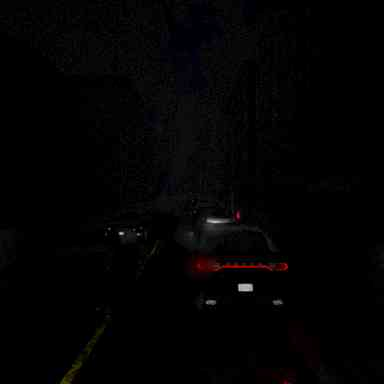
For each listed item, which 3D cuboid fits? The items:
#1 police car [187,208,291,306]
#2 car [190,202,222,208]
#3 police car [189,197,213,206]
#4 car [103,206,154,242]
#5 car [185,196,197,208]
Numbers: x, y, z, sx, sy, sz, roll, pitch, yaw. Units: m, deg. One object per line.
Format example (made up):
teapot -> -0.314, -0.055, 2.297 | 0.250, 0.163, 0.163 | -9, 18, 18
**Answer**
police car -> 0.918, 1.425, 8.252 | 1.930, 1.638, 5.238 | 0, 0, 0
car -> 0.941, 1.503, 18.142 | 1.837, 1.490, 4.892 | 0, 0, 0
police car -> 0.955, 1.422, 24.252 | 1.930, 1.638, 5.238 | 0, 0, 0
car -> -2.963, 1.503, 16.399 | 1.837, 1.490, 4.892 | 0, 0, 0
car -> 0.147, 1.345, 47.917 | 2.097, 1.767, 4.553 | 0, 0, 1
